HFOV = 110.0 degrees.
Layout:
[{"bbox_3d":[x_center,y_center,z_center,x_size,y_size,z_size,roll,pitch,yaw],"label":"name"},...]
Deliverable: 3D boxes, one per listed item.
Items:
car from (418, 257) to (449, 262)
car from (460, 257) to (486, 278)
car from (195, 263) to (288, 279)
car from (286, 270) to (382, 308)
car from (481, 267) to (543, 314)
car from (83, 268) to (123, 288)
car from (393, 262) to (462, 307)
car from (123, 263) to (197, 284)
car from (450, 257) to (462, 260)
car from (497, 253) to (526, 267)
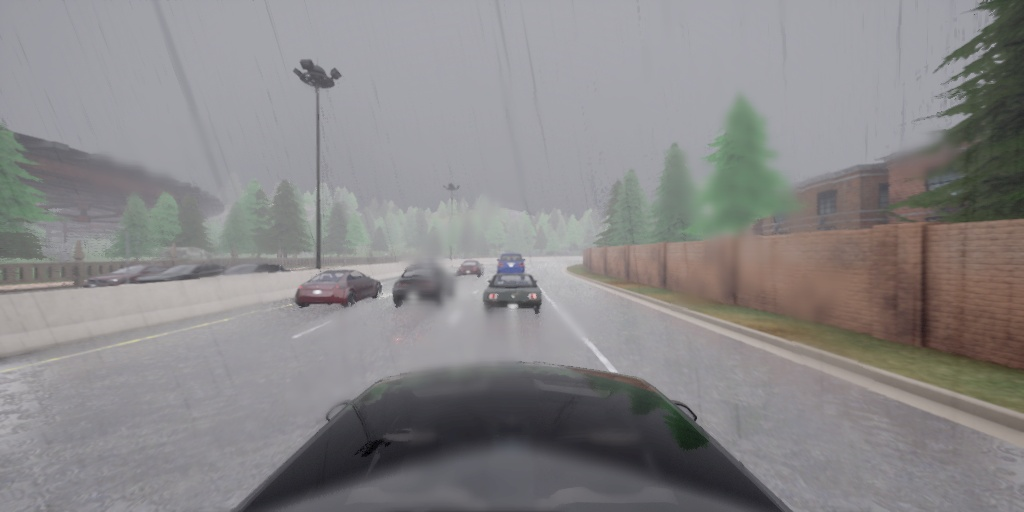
[{"bbox_3d":[-7.032,1.080,30.258,2.128,1.511,4.902,0,0,1],"label":"car"},{"bbox_3d":[-3.531,1.099,31.321,1.812,1.442,4.674,0,0,1],"label":"car"},{"bbox_3d":[-14.190,1.178,19.655,1.837,1.490,4.892,0,1,0],"label":"car"},{"bbox_3d":[-6.974,1.249,14.838,1.994,1.385,4.181,0,0,0],"label":"car"},{"bbox_3d":[0.035,1.277,13.423,1.895,1.301,4.718,0,0,0],"label":"car"},{"bbox_3d":[-21.195,1.212,20.510,1.812,1.442,4.674,0,0,0],"label":"car"},{"bbox_3d":[-3.475,1.180,14.982,1.837,1.490,4.892,0,0,0],"label":"car"},{"bbox_3d":[-17.692,1.159,19.788,1.882,1.535,5.008,0,0,0],"label":"car"},{"bbox_3d":[-8.941,0.860,64.036,1.882,1.535,5.008,0,0,18],"label":"car"},{"bbox_3d":[-0.046,0.798,29.357,2.150,2.045,5.566,0,0,0],"label":"car"}]
